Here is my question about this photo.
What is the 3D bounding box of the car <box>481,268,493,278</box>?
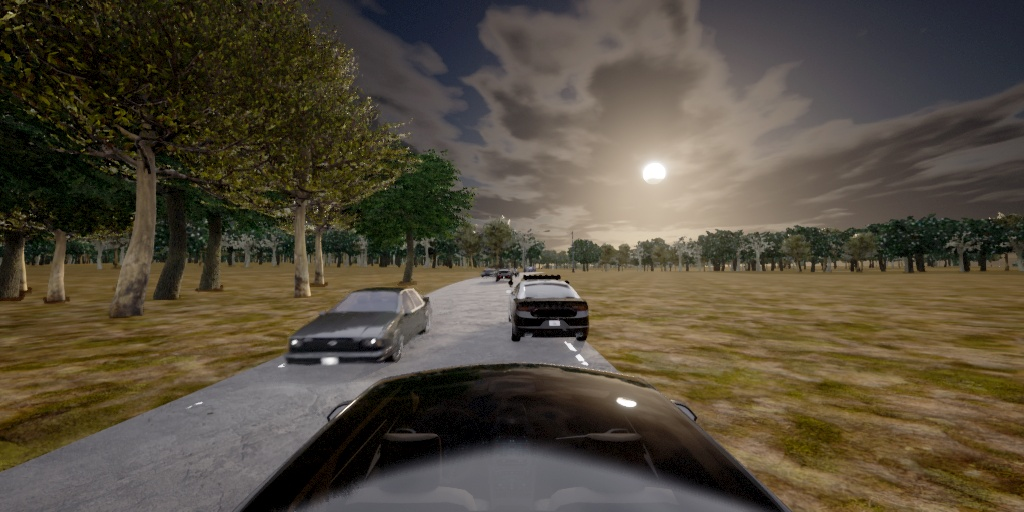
[{"bbox_3d":[-3.265,2.464,51.992,1.994,1.385,4.181,-1,-1,7],"label":"car"}]

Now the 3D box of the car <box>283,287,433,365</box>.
[{"bbox_3d":[-3.270,1.508,8.962,2.033,1.411,5.357,0,-1,-2],"label":"car"}]

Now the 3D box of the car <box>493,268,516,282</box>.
[{"bbox_3d":[-0.801,2.130,41.483,1.837,1.490,4.892,-1,-2,2],"label":"car"}]

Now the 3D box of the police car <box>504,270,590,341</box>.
[{"bbox_3d":[0.865,1.369,10.661,1.930,1.638,5.238,0,-1,-2],"label":"police car"}]
